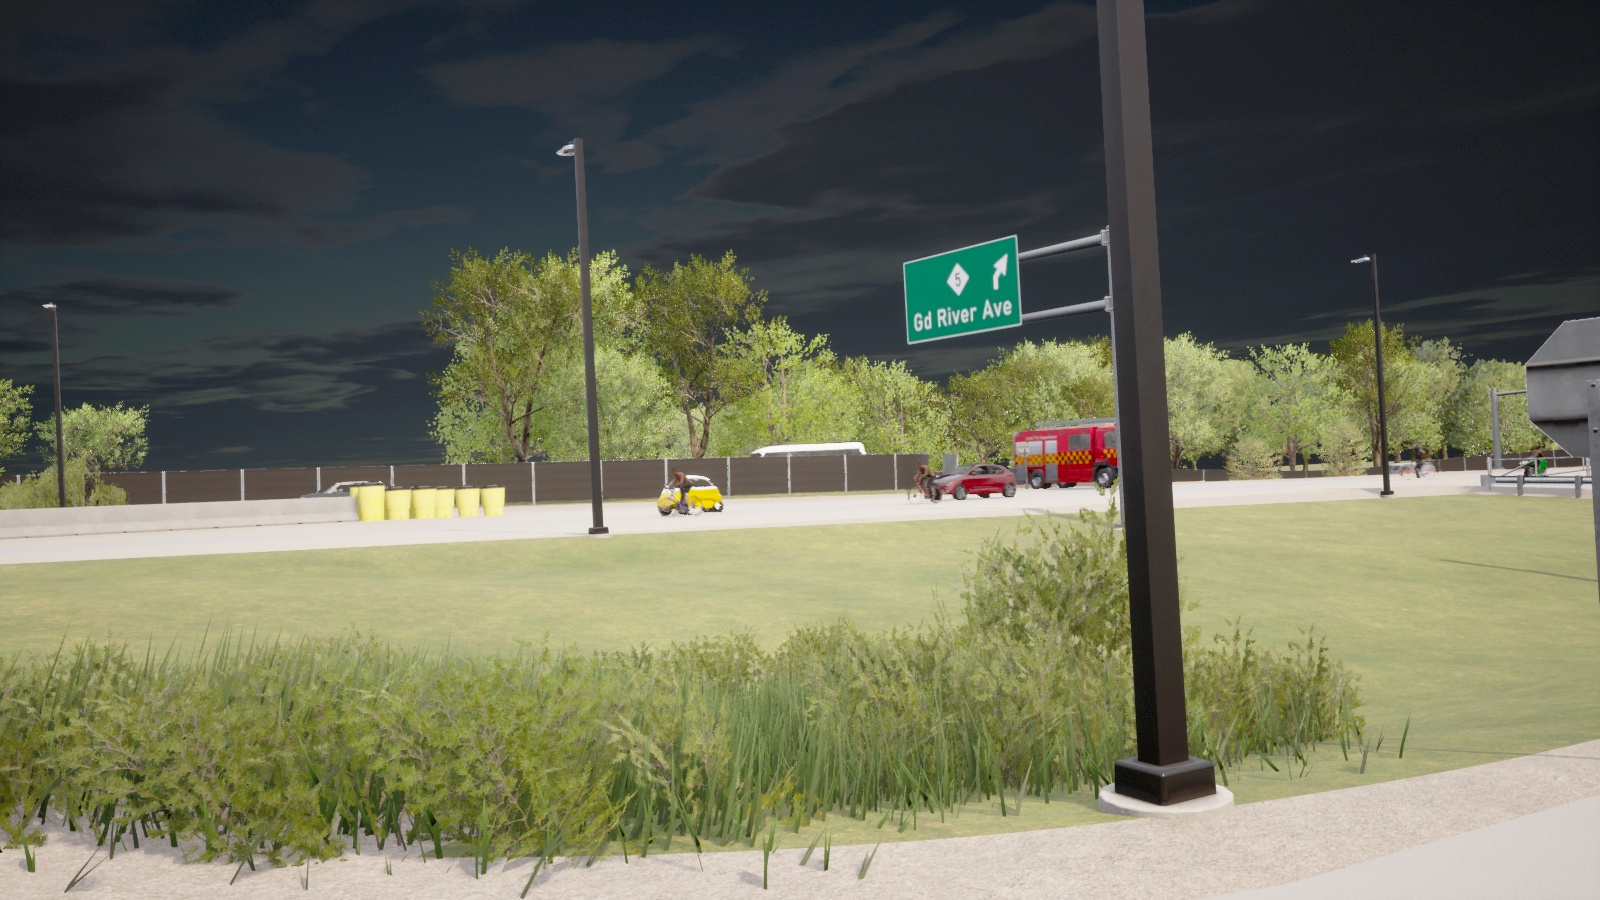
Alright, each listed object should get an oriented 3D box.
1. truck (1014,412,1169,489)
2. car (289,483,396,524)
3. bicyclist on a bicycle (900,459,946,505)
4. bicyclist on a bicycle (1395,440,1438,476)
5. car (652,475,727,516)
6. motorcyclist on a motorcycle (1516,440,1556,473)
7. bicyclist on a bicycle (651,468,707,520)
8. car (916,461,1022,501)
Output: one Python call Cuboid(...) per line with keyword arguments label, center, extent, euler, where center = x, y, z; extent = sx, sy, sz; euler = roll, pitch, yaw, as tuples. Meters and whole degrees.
Cuboid(label="truck", center=(15.877, 0.091, 69.124), extent=(2.891, 3.827, 8.468), euler=(-2, -1, -34))
Cuboid(label="car", center=(-18.349, 2.118, 50.574), extent=(3.806, 1.475, 1.970), euler=(-2, -1, -13))
Cuboid(label="bicyclist on a bicycle", center=(4.568, 1.191, 46.547), extent=(1.656, 1.620, 0.582), euler=(-2, -1, -35))
Cuboid(label="bicyclist on a bicycle", center=(32.159, 0.424, 65.569), extent=(0.659, 1.776, 1.843), euler=(-1, -2, -36))
Cuboid(label="car", center=(-3.951, 1.625, 44.903), extent=(2.207, 1.376, 1.481), euler=(-1, -2, -35))
Cuboid(label="motorcyclist on a motorcycle", center=(34.347, 0.295, 58.612), extent=(2.044, 1.523, 0.797), euler=(-1, 0, -35))
Cuboid(label="bicyclist on a bicycle", center=(-3.918, 1.421, 40.680), extent=(1.656, 1.620, 0.582), euler=(-2, -1, -35))
Cuboid(label="car", center=(7.106, 1.286, 52.549), extent=(4.193, 1.474, 1.816), euler=(-2, -2, -35))
